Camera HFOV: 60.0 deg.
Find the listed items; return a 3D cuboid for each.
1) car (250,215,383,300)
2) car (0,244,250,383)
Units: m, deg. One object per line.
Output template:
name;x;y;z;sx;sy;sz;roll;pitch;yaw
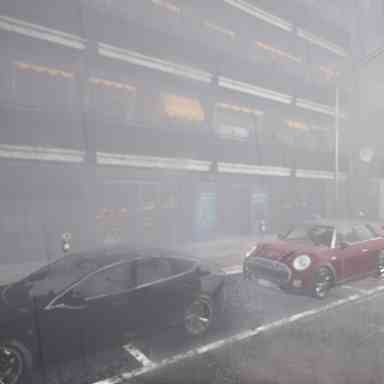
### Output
car;3.194;1.442;8.364;4.097;1.590;1.967;0;1;-35
car;-1.403;1.566;5.086;4.313;1.339;1.947;0;1;-35
